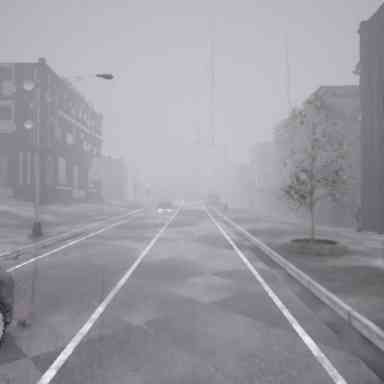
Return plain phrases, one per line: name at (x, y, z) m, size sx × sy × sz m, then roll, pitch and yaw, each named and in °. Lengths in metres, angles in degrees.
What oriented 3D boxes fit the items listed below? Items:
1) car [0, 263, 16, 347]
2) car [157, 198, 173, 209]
car at (-3.599, 1.500, 3.135) m, size 1.837 × 1.490 × 4.892 m, roll 0°, pitch 0°, yaw 0°
car at (-3.569, 1.566, 44.805) m, size 1.994 × 1.385 × 4.181 m, roll 0°, pitch 0°, yaw 0°
